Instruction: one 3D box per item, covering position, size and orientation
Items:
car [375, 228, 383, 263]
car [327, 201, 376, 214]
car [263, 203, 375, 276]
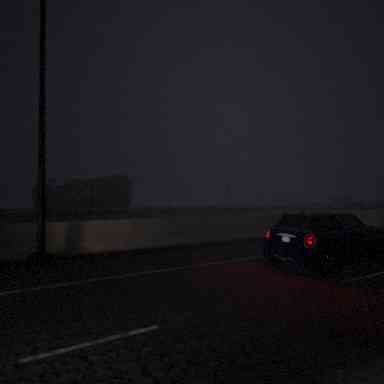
[{"bbox_3d":[7.315,1.279,8.387,5.566,2.045,2.150,1,0,-32],"label":"car"},{"bbox_3d":[18.280,1.735,38.028,5.357,1.411,2.033,0,0,-24],"label":"car"},{"bbox_3d":[4.510,1.400,10.738,4.553,1.767,2.097,0,0,-32],"label":"car"}]
